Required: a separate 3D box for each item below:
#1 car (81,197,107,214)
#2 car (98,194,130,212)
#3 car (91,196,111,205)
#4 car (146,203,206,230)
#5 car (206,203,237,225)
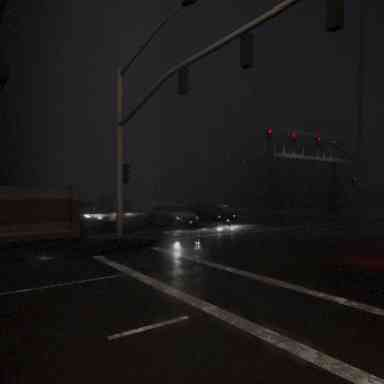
[{"bbox_3d":[-10.968,1.565,35.123,1.994,1.385,4.181,0,0,-36],"label":"car"},{"bbox_3d":[-9.156,1.223,38.597,2.150,2.045,5.566,0,0,-36],"label":"car"},{"bbox_3d":[-16.830,1.478,61.608,1.882,1.535,5.008,0,0,-36],"label":"car"},{"bbox_3d":[-1.376,1.526,21.640,1.812,1.442,4.674,0,0,-34],"label":"car"},{"bbox_3d":[0.882,1.547,24.626,2.033,1.411,5.357,0,0,-36],"label":"car"}]
